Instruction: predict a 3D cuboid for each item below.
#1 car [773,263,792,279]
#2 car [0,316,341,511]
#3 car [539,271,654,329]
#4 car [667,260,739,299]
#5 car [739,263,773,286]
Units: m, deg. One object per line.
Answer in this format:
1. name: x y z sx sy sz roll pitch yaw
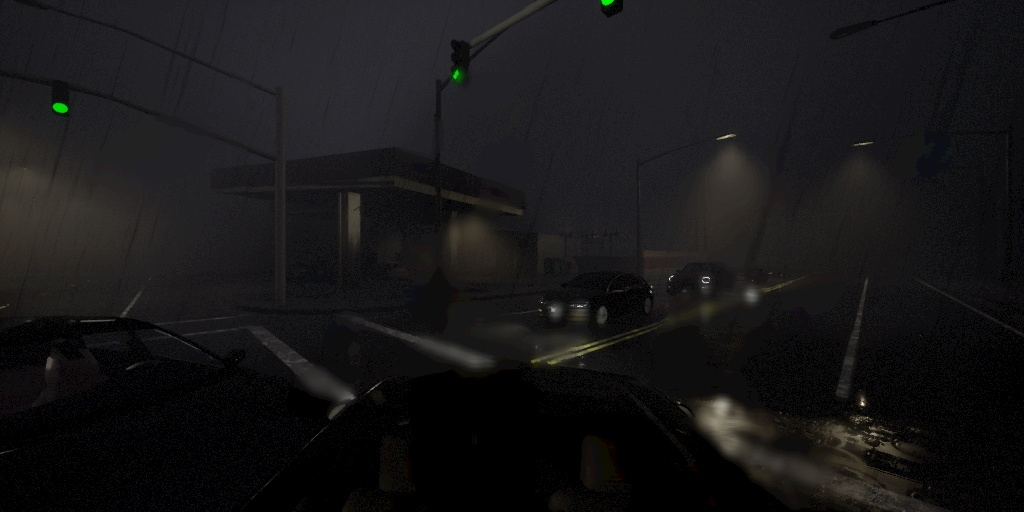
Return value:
1. car: 23.784 1.314 32.344 4.181 1.385 1.994 0 0 -45
2. car: -3.420 1.242 2.520 4.902 1.511 2.128 0 0 15
3. car: 2.883 1.255 11.538 1.837 1.490 4.892 0 0 45
4. car: 9.722 1.102 18.382 4.553 1.767 2.097 0 0 -45
5. car: 16.650 1.314 25.292 1.994 1.385 4.181 0 0 44
